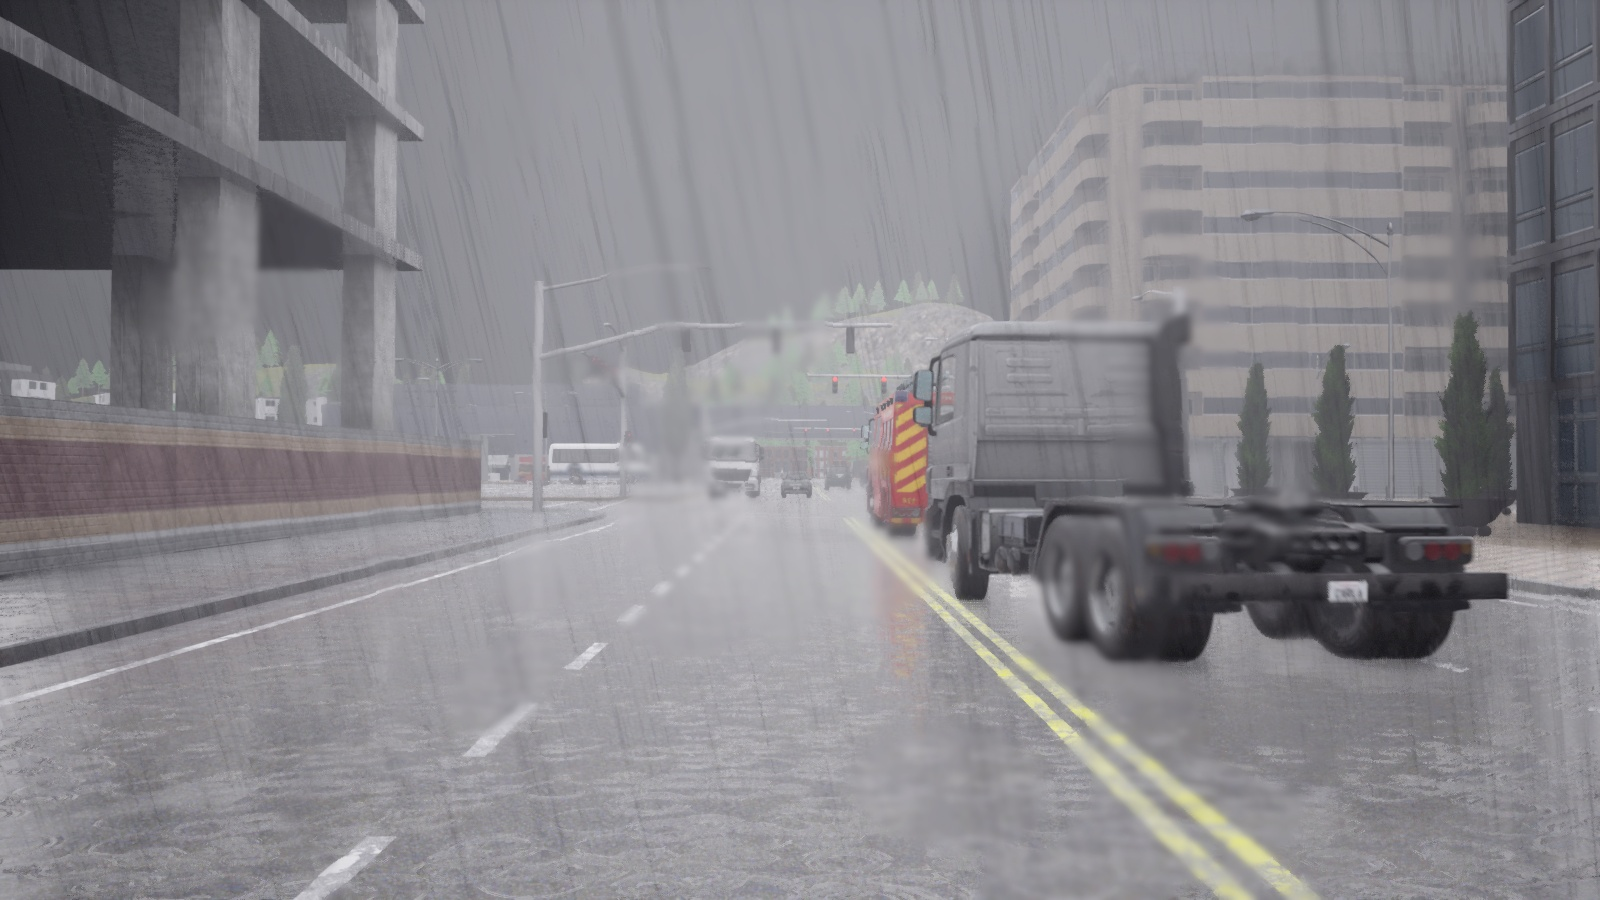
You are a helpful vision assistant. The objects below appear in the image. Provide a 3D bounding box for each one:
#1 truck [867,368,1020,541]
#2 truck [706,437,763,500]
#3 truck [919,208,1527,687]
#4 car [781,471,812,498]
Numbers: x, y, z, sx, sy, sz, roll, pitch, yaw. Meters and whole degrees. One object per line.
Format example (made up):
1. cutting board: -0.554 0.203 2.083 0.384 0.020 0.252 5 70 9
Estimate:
1. truck: 3.412 0.173 32.061 2.891 3.827 8.468 0 -1 0
2. truck: -3.691 1.064 72.659 2.891 3.462 7.936 0 -1 0
3. truck: 3.524 0.039 13.186 2.891 3.462 7.936 0 -1 -7
4. car: -0.190 2.029 73.717 1.789 1.549 3.705 0 -1 0
